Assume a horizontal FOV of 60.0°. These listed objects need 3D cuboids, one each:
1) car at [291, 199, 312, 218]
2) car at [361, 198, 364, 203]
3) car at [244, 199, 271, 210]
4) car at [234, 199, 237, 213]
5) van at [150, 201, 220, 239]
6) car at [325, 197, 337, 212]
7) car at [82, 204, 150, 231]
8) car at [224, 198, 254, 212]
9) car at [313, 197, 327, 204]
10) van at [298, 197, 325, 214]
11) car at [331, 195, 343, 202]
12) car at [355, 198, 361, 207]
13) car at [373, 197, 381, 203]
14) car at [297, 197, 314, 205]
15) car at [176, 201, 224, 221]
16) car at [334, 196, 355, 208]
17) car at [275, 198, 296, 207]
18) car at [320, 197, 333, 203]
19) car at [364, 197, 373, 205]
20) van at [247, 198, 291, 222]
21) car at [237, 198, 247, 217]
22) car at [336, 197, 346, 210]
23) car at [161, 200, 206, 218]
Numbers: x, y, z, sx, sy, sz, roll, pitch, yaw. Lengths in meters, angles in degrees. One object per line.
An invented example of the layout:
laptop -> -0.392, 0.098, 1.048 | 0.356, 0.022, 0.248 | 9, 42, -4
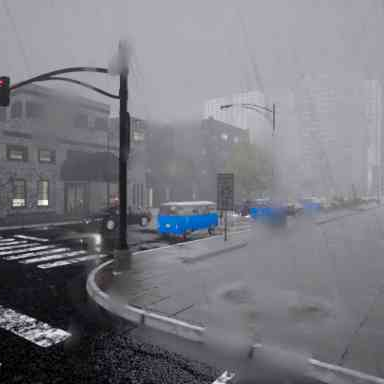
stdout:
car -> 9.414, 1.655, 31.195 | 1.887, 1.381, 4.507 | 0, 0, 35
car -> 28.525, 1.748, 58.467 | 1.752, 1.417, 4.829 | 0, 0, 35
car -> 8.899, 1.628, 45.064 | 1.887, 1.381, 4.507 | 0, 0, 35
car -> 6.491, 1.604, 37.084 | 1.812, 1.442, 4.674 | 1, 0, 35
van -> -0.091, 1.406, 17.629 | 1.690, 1.788, 3.998 | 0, 0, 35
car -> 15.850, 1.671, 40.379 | 1.752, 1.417, 4.829 | 0, 0, 35
car -> -4.653, 1.528, 21.207 | 1.837, 1.490, 4.892 | 1, 0, 35
car -> 5.732, 1.506, 40.542 | 1.967, 1.590, 4.097 | 0, 0, 35
car -> 27.814, 1.728, 72.056 | 1.752, 1.417, 4.829 | 0, 0, 35
van -> 12.584, 1.469, 35.718 | 1.690, 1.788, 3.998 | 0, 0, 35
car -> 37.418, 1.712, 85.761 | 1.967, 1.590, 4.097 | 0, 0, 35
car -> 25.260, 1.516, 53.807 | 2.192, 1.841, 5.009 | 0, 0, 35
car -> 44.271, 1.899, 80.938 | 1.947, 1.339, 4.313 | 0, 0, 35
car -> 21.574, 1.705, 63.151 | 1.887, 1.381, 4.507 | 0, 0, 35
car -> 0.810, 1.554, 29.001 | 1.837, 1.490, 4.892 | 1, 0, 35
car -> 22.091, 1.497, 49.284 | 2.192, 1.841, 5.009 | 0, 0, 35
car -> 15.237, 1.665, 54.107 | 1.887, 1.381, 4.507 | 0, 0, 35
car -> 31.080, 1.792, 76.717 | 1.947, 1.339, 4.313 | 0, 0, 35
car -> 34.764, 1.809, 67.372 | 1.887, 1.381, 4.507 | 0, 0, 35
van -> 6.246, 1.436, 26.674 | 1.690, 1.788, 3.998 | 0, 0, 35
car -> 6.523, 1.439, 31.580 | 2.097, 1.767, 4.553 | 1, 0, 35
car -> 18.920, 1.729, 44.761 | 1.947, 1.339, 4.313 | 0, 0, 35
car -> -0.705, 1.558, 31.358 | 1.752, 1.417, 4.829 | 0, 0, 35
